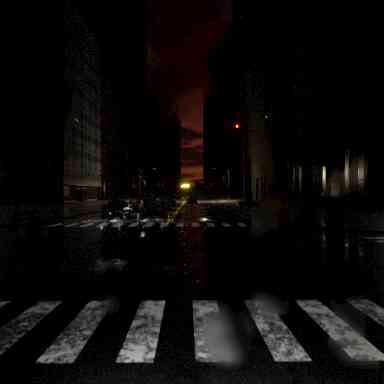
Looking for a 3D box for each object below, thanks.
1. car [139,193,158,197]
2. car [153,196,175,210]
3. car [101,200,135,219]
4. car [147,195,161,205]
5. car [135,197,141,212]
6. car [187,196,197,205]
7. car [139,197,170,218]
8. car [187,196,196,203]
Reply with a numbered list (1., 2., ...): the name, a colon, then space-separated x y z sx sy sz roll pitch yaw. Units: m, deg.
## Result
1. car: -6.677 1.225 48.691 2.150 2.045 5.566 0 0 0
2. car: -3.423 1.528 40.090 1.812 1.442 4.674 0 0 0
3. car: -6.665 1.506 29.517 1.837 1.490 4.892 0 0 0
4. car: -6.660 1.357 58.953 2.097 1.767 4.553 0 0 -1
5. car: -6.667 1.603 38.780 1.895 1.301 4.718 0 0 0
6. car: -0.022 1.552 60.535 2.033 1.411 5.357 0 0 0
7. car: -3.399 1.479 30.810 1.882 1.535 5.008 0 0 0
8. car: -0.077 1.566 70.862 1.994 1.385 4.181 0 0 0
